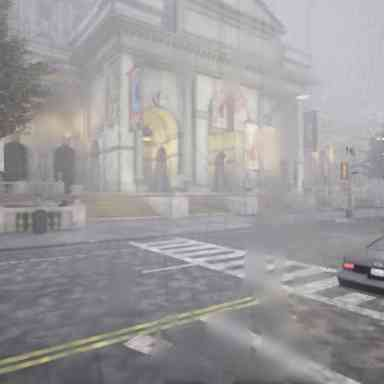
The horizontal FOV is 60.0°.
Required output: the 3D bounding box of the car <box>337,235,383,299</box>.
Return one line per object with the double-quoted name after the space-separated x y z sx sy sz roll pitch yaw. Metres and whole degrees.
5.544 1.562 7.695 5.357 1.411 2.033 0 0 -35 "car"
